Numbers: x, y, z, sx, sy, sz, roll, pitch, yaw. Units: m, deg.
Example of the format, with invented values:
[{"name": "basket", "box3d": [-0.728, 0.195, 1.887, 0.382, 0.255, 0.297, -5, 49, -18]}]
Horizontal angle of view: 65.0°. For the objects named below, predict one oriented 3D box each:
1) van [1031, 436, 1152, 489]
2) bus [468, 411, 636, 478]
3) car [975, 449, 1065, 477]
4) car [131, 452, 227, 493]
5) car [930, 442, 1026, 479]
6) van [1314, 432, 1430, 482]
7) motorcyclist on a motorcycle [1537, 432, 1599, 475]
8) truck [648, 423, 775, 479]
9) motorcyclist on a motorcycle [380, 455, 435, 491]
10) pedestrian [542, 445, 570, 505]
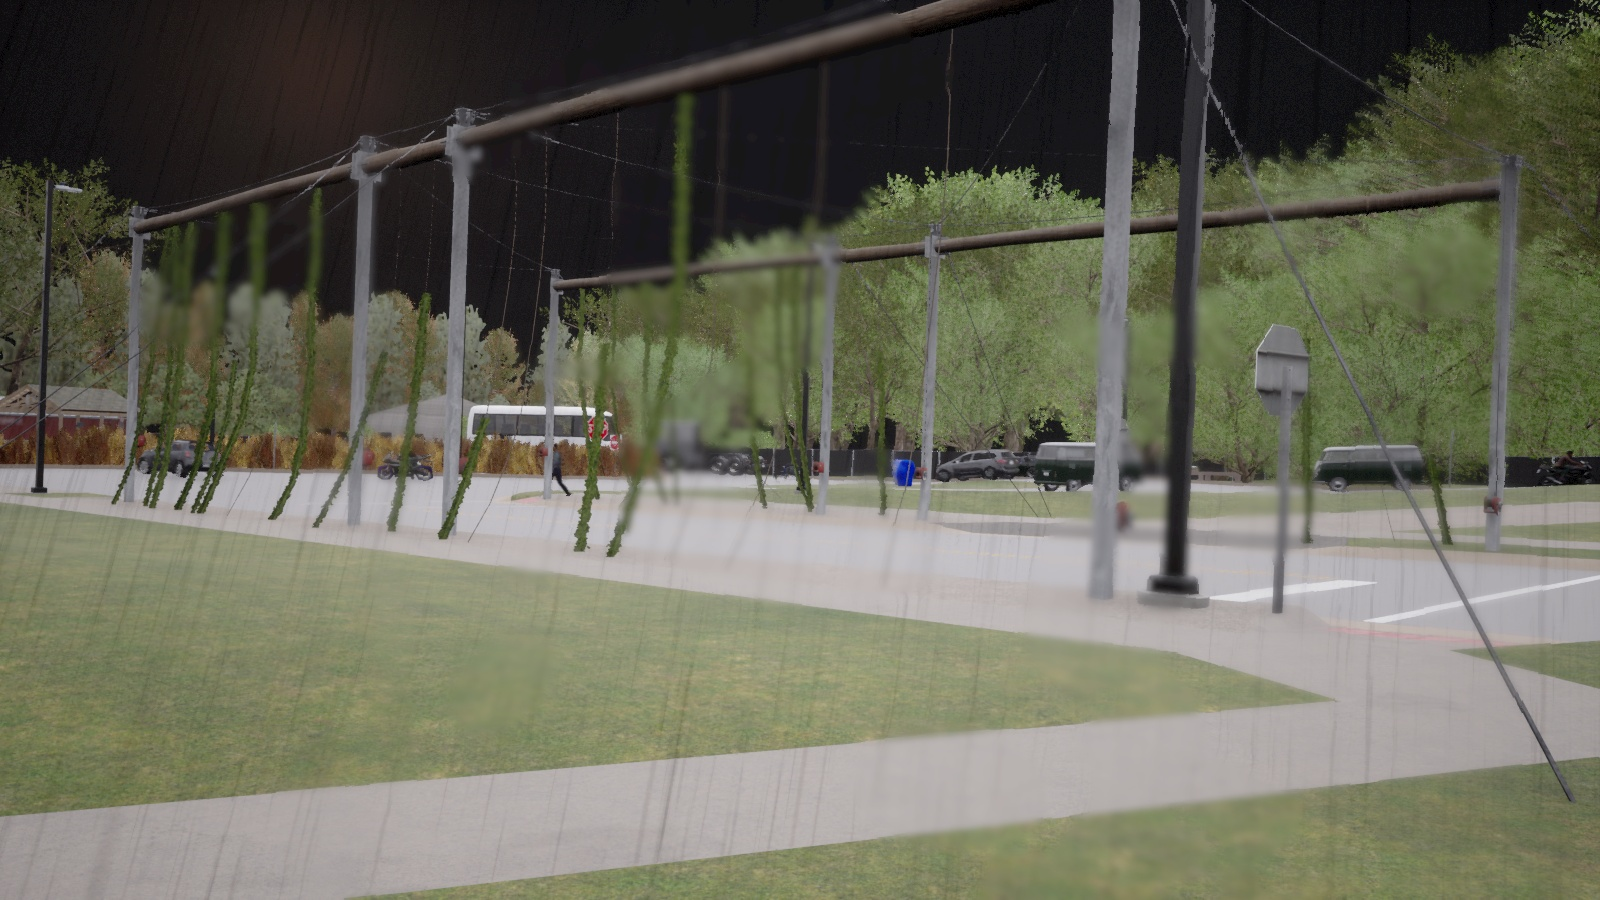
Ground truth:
[{"name": "van", "box3d": [11.406, 0.448, 49.101, 4.442, 1.987, 1.775, 0, 1, -24]}, {"name": "bus", "box3d": [-16.414, -0.399, 83.294, 10.273, 4.253, 3.944, 0, 1, 14]}, {"name": "car", "box3d": [12.494, 0.754, 71.497, 4.718, 1.301, 1.895, -4, -2, 40]}, {"name": "car", "box3d": [-25.479, 0.893, 51.501, 3.633, 1.501, 1.845, 2, 1, 32]}, {"name": "car", "box3d": [9.749, 0.595, 69.059, 4.611, 1.667, 2.242, -6, -2, 38]}, {"name": "van", "box3d": [24.672, 0.305, 54.261, 4.442, 1.987, 1.775, -2, -1, 25]}, {"name": "motorcyclist on a motorcycle", "box3d": [29.689, 0.132, 48.377, 2.044, 1.523, 0.797, -4, -1, 21]}, {"name": "truck", "box3d": [-5.781, 0.028, 81.616, 7.936, 3.462, 2.891, 0, 1, 27]}, {"name": "motorcyclist on a motorcycle", "box3d": [-16.923, 0.985, 54.115, 2.191, 1.530, 0.866, 0, 1, -21]}, {"name": "pedestrian", "box3d": [-8.024, 0.805, 41.227, 0.788, 1.949, 0.423, 1, 0, -26]}]
